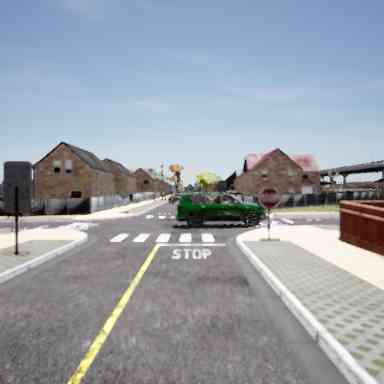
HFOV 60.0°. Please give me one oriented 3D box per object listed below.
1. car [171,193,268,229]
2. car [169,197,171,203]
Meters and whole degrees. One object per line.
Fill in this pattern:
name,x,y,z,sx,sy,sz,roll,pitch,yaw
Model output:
car,1.724,1.069,20.197,5.566,2.045,2.150,-1,0,1
car,-2.807,1.186,55.706,1.994,1.385,4.181,0,0,0
